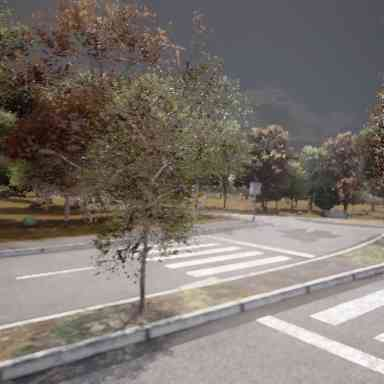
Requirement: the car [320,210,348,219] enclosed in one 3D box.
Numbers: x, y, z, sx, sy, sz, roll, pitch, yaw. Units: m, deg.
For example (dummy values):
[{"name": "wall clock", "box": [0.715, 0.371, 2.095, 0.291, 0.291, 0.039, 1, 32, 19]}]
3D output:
[{"name": "car", "box": [22.695, 3.607, 53.196, 4.181, 1.385, 1.994, 4, -2, -14]}]
